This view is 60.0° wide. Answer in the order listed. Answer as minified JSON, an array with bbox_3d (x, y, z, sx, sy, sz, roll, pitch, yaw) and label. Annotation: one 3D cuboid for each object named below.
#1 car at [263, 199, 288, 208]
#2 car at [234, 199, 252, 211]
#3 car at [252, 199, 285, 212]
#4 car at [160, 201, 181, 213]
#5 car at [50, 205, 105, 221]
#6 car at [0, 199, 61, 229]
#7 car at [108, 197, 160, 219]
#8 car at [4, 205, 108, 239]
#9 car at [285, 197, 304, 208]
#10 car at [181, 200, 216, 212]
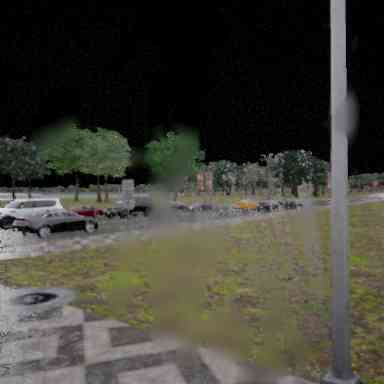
[{"bbox_3d":[13.694,1.819,54.401,2.033,1.411,5.357,-1,0,36],"label":"car"},{"bbox_3d":[7.625,1.750,45.907,1.882,1.535,5.008,-1,0,36],"label":"car"},{"bbox_3d":[10.100,1.750,43.784,1.837,1.490,4.892,-1,0,36],"label":"car"},{"bbox_3d":[-2.546,1.855,43.157,1.812,1.442,4.674,-1,0,36],"label":"car"},{"bbox_3d":[-10.817,1.931,31.726,1.895,1.301,4.718,-1,0,36],"label":"car"},{"bbox_3d":[-12.152,1.525,24.317,2.150,2.045,5.566,-1,0,36],"label":"car"},{"bbox_3d":[-6.067,1.519,32.751,2.150,2.045,5.566,-1,0,36],"label":"car"},{"bbox_3d":[-7.683,1.741,19.229,2.128,1.511,4.902,-1,0,36],"label":"car"},{"bbox_3d":[15.825,1.597,51.803,2.097,1.767,4.553,-1,0,36],"label":"car"},{"bbox_3d":[1.296,1.789,42.915,2.128,1.511,4.902,-1,0,36],"label":"car"}]
